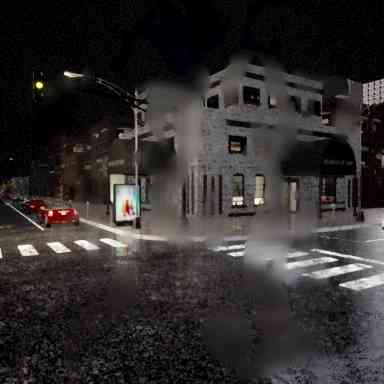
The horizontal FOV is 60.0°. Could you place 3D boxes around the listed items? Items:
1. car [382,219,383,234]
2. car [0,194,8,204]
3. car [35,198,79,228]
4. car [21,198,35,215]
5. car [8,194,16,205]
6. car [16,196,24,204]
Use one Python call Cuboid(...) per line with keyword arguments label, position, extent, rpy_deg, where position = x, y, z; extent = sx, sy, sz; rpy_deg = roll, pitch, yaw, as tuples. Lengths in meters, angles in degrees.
Cuboid(label="car", position=(10.607, 1.069, 14.384), extent=(5.566, 2.045, 2.150), rpy_deg=(0, 1, -32))
Cuboid(label="car", position=(-31.707, 1.282, 54.366), extent=(1.994, 1.385, 4.181), rpy_deg=(-1, 0, -31))
Cuboid(label="car", position=(-8.596, 1.290, 21.330), extent=(1.967, 1.590, 4.097), rpy_deg=(-1, 1, -31))
Cuboid(label="car", position=(-14.515, 1.386, 31.067), extent=(1.802, 1.307, 4.206), rpy_deg=(-1, 1, -31))
Cuboid(label="car", position=(-26.354, 1.270, 50.536), extent=(2.008, 1.369, 4.403), rpy_deg=(-1, 1, -31))
Cuboid(label="car", position=(-17.475, 1.333, 35.934), extent=(2.008, 1.369, 4.403), rpy_deg=(-1, 1, -31))
